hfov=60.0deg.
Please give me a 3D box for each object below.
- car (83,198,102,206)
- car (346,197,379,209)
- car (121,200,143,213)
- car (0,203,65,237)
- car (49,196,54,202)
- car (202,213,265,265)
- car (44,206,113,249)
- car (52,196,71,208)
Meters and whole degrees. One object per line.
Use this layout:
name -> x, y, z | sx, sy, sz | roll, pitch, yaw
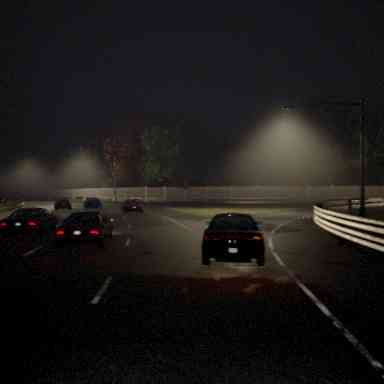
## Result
car -> -13.502, 1.525, 44.935 | 1.882, 1.535, 5.008 | 0, 0, -25
car -> 21.617, 1.399, 42.093 | 5.008, 1.535, 1.882 | 0, 0, -32
car -> -6.755, 1.587, 37.120 | 1.994, 1.385, 4.181 | 0, 0, -19
car -> -8.733, 1.578, 18.254 | 2.033, 1.411, 5.357 | 0, 0, -11
car -> -31.586, 1.590, 77.753 | 5.008, 1.535, 1.882 | 0, 0, 44
car -> 1.456, 1.472, 11.739 | 1.882, 1.535, 5.008 | 0, 0, 7
car -> -4.634, 1.564, 14.829 | 2.033, 1.411, 5.357 | 0, 0, -8
car -> -17.473, 1.626, 44.928 | 1.994, 1.385, 4.181 | 0, 0, -25
